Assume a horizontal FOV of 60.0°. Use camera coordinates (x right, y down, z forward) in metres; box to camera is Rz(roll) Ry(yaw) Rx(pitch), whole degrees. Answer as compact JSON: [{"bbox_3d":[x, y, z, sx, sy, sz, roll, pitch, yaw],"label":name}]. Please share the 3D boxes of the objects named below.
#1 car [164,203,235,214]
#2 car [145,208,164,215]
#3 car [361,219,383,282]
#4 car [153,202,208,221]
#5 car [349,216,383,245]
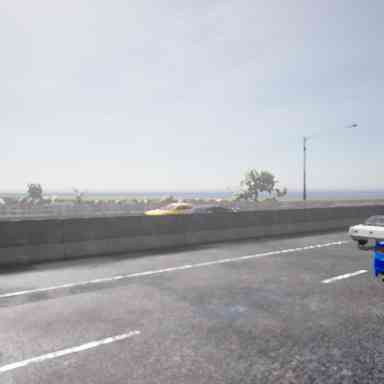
[{"bbox_3d":[0.870,1.622,21.940,4.892,1.490,1.837,0,0,-36],"label":"car"},{"bbox_3d":[-1.166,1.610,24.786,5.008,1.535,1.882,0,0,-36],"label":"car"},{"bbox_3d":[6.634,1.526,8.574,5.008,1.535,1.882,0,0,-36],"label":"car"},{"bbox_3d":[-0.973,1.681,29.252,4.674,1.442,1.812,0,0,-36],"label":"car"},{"bbox_3d":[9.002,1.682,14.623,4.718,1.301,1.895,0,0,-36],"label":"car"}]
